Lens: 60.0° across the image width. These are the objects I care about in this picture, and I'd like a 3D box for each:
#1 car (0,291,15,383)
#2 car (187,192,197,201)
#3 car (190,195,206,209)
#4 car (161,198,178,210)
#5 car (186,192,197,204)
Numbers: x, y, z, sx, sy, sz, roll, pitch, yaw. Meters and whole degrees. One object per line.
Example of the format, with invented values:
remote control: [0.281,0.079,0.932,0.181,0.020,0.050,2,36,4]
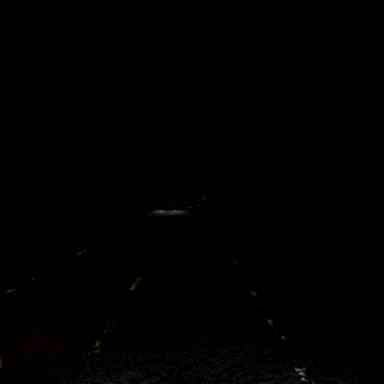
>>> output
car: [-2.852,1.479,1.550,1.882,1.535,5.008,0,0,0]
car: [-0.045,1.082,77.021,2.150,2.045,5.566,0,0,0]
car: [0.936,1.544,44.865,1.812,1.442,4.674,0,0,0]
car: [-2.866,1.495,42.442,1.882,1.535,5.008,0,0,0]
car: [-0.036,1.372,63.033,2.097,1.767,4.553,0,0,0]
